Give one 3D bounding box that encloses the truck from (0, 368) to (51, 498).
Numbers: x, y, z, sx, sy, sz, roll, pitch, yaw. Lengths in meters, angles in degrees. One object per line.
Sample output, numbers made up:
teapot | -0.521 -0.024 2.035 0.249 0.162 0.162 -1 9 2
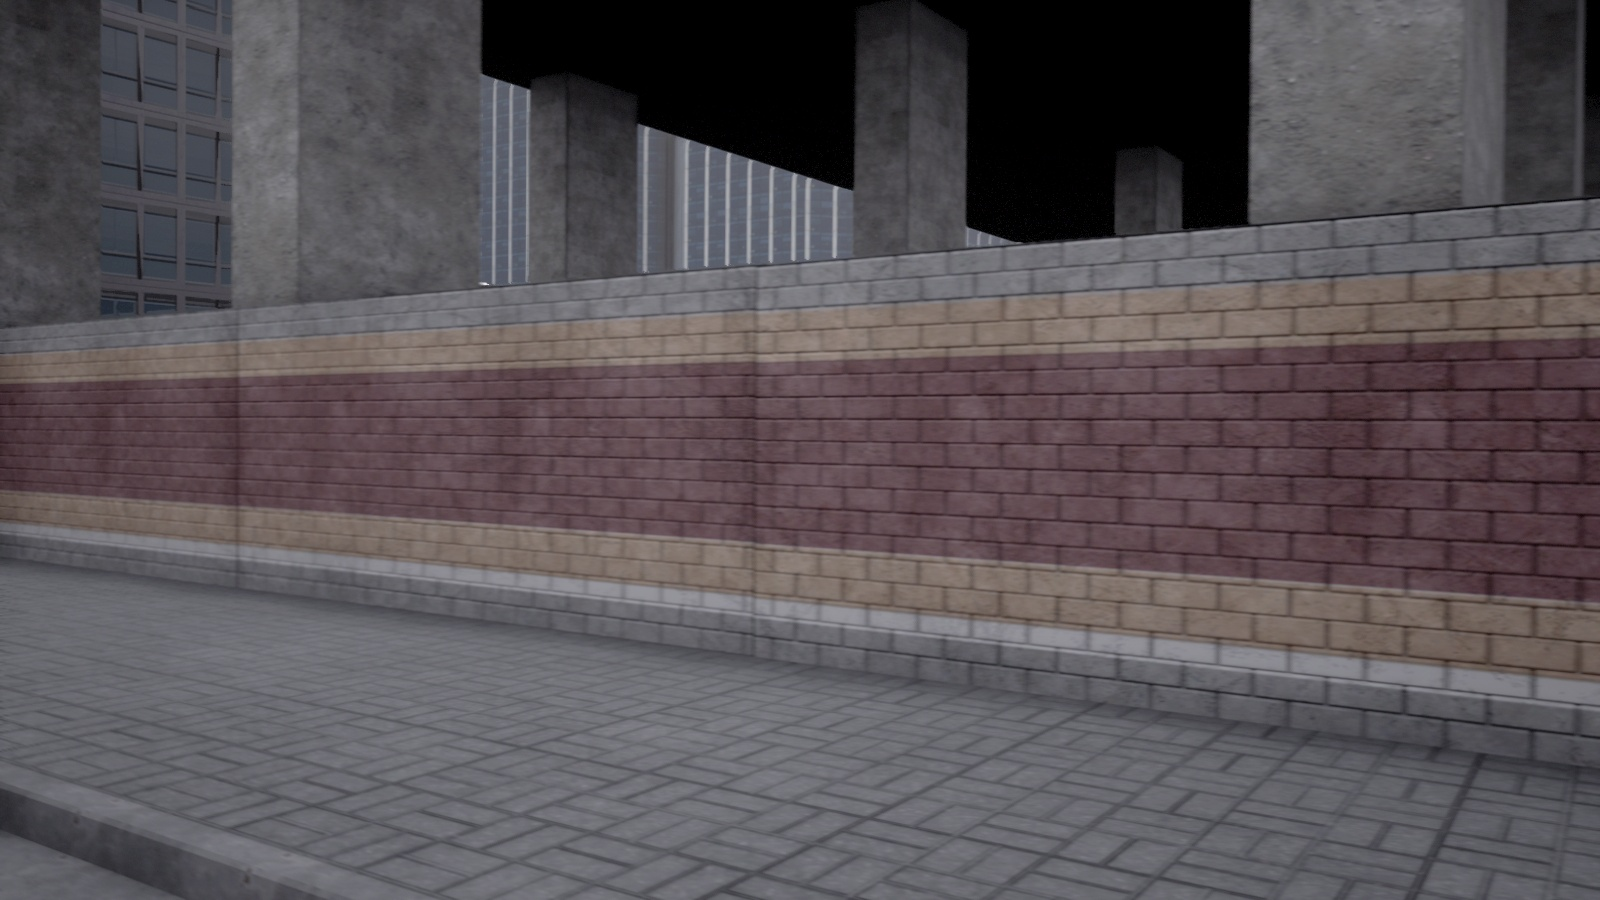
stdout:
truck | -24.100 -0.415 32.137 2.891 3.462 7.936 0 1 34
